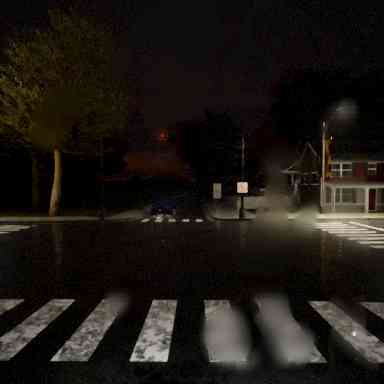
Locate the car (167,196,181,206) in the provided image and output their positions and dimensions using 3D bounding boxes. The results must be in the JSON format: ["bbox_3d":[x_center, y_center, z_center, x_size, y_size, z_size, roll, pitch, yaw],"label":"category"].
[{"bbox_3d":[-2.903,1.484,54.765,2.033,1.411,5.357,0,0,0],"label":"car"}]

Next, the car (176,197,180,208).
[{"bbox_3d":[-2.945,1.460,44.136,1.837,1.490,4.892,0,0,0],"label":"car"}]

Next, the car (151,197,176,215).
[{"bbox_3d":[-2.982,1.447,33.834,1.882,1.535,5.008,0,0,0],"label":"car"}]
